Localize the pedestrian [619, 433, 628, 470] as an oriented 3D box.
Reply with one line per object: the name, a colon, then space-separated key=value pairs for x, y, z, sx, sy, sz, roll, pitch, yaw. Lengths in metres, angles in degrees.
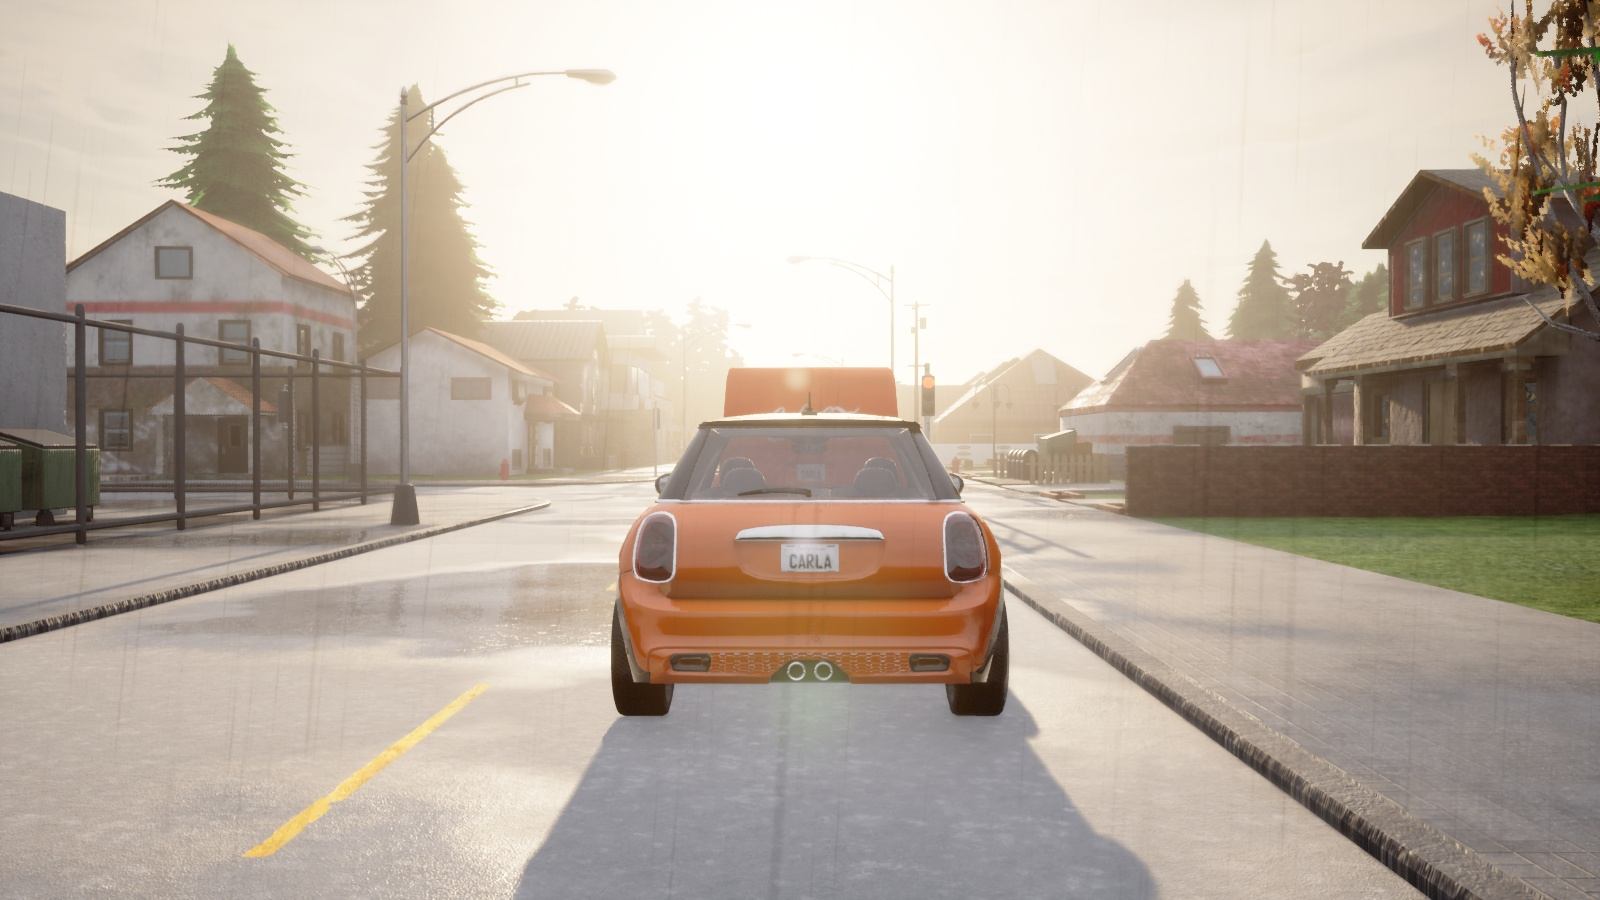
pedestrian: x=-8.836 y=0.094 z=62.848 sx=0.331 sy=1.846 sz=0.634 roll=0 pitch=0 yaw=0

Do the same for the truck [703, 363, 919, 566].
truck: x=0.125 y=0.159 z=17.875 sx=2.627 sy=2.467 sz=5.204 roll=0 pitch=0 yaw=0

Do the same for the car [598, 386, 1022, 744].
car: x=0.062 y=0.557 z=8.482 sx=2.097 sy=1.767 sz=4.553 roll=0 pitch=0 yaw=0
